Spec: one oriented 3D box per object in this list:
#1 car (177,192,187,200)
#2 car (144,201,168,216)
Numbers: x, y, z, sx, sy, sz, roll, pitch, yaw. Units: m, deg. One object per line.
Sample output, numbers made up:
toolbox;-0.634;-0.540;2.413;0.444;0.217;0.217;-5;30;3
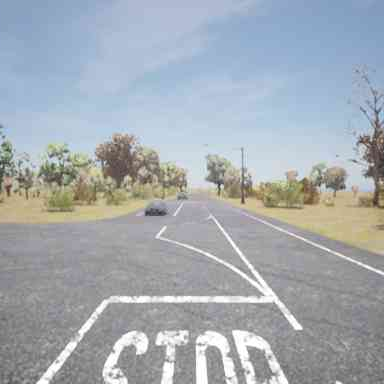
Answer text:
car;-2.645;1.082;87.164;2.150;2.045;5.566;0;0;5
car;-3.425;1.538;32.362;1.994;1.385;4.181;0;0;0
